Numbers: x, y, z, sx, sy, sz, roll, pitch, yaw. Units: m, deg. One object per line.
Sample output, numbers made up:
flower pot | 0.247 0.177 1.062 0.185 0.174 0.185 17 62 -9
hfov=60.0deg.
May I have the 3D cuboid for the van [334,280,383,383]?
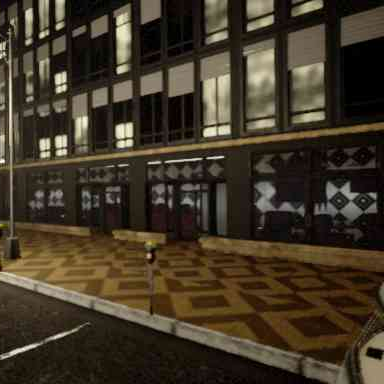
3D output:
van | 2.537 1.338 1.078 3.998 1.788 1.690 0 -1 35
